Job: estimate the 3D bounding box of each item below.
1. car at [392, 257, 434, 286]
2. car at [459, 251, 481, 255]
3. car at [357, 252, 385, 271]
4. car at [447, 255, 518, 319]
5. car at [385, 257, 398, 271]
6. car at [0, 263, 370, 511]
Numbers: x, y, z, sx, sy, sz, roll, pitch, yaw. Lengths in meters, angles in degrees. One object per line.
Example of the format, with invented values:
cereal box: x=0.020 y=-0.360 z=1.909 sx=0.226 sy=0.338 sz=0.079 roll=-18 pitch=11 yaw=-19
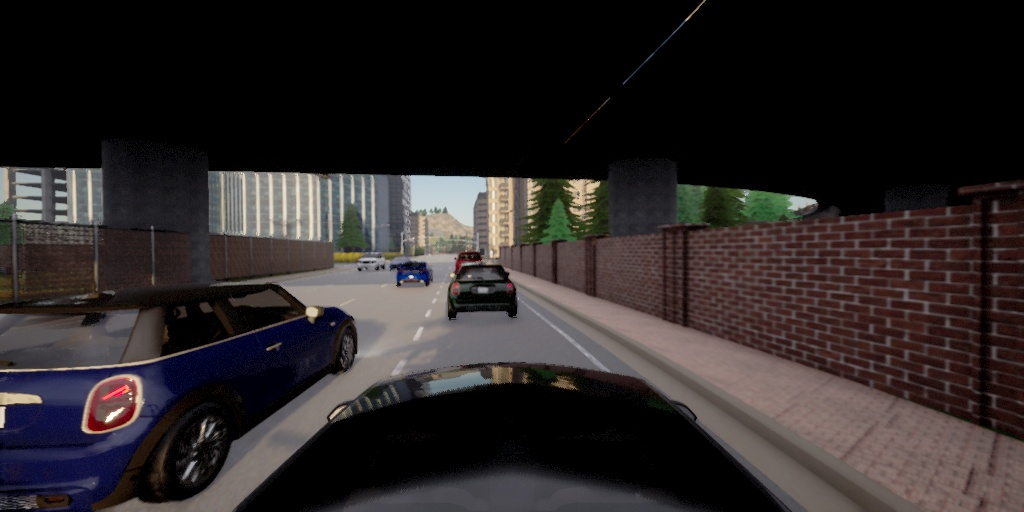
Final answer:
car: x=-6.090 y=1.013 z=22.874 sx=1.882 sy=1.535 sz=5.008 roll=-1 pitch=1 yaw=-8
car: x=-3.473 y=0.656 z=29.070 sx=2.150 sy=2.045 sz=5.566 roll=-1 pitch=1 yaw=-8
car: x=-15.993 y=0.616 z=41.052 sx=2.150 sy=2.045 sz=5.566 roll=-1 pitch=1 yaw=-8
car: x=-1.096 y=0.976 z=12.435 sx=2.097 sy=1.767 sz=4.553 roll=-1 pitch=1 yaw=-7
car: x=-12.284 y=0.853 z=39.826 sx=1.882 sy=1.535 sz=5.008 roll=-1 pitch=0 yaw=-8
car: x=-3.722 y=1.098 z=4.565 sx=2.097 sy=1.767 sz=4.553 roll=-1 pitch=1 yaw=-3
